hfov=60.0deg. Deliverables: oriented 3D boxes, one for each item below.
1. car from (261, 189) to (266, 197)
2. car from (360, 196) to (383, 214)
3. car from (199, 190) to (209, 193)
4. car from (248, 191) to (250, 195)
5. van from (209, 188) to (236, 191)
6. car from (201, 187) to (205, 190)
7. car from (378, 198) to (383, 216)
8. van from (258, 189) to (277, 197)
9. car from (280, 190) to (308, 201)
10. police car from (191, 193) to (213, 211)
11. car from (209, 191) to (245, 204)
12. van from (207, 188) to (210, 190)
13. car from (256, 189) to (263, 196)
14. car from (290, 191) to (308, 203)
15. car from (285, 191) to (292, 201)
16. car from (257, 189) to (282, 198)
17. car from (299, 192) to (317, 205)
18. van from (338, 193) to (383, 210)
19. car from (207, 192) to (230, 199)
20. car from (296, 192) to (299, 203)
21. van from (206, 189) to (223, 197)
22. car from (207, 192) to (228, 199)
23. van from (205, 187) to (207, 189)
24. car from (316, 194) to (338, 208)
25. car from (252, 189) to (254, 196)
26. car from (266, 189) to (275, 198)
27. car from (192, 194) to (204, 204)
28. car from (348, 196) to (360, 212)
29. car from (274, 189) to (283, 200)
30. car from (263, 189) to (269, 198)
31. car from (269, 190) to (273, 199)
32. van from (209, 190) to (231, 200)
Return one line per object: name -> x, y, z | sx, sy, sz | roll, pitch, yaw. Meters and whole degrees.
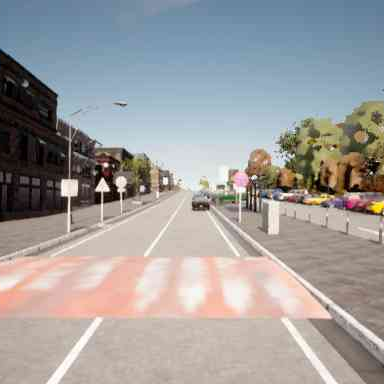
car -> 18.812, 0.705, 75.287 | 4.792, 1.488, 2.163 | 0, 1, 0
car -> 18.839, 1.369, 30.875 | 5.008, 1.535, 2.097 | 0, 1, 0
car -> 0.971, 1.020, 47.453 | 2.097, 1.767, 4.553 | 0, 1, 0
car -> 18.793, 0.119, 89.157 | 5.566, 2.045, 2.435 | 0, 1, 0
van -> 5.840, 0.695, 60.596 | 4.442, 1.987, 1.878 | 0, 1, 0
car -> 5.665, 0.258, 83.024 | 5.566, 2.045, 2.435 | 0, 1, 0
car -> 18.845, 1.452, 28.101 | 4.674, 1.452, 2.002 | 0, 1, 0
van -> 18.888, 0.271, 83.608 | 4.442, 1.987, 1.878 | 0, 1, 0
car -> 18.811, 0.952, 58.629 | 5.008, 1.535, 2.097 | 0, 1, 0
police car -> 0.974, 1.234, 37.584 | 1.930, 1.638, 5.238 | 0, 1, 0
car -> 5.546, 1.002, 54.993 | 5.366, 1.575, 1.946 | 0, 1, 0
van -> 5.599, 0.610, 66.205 | 4.442, 1.987, 1.878 | 0, 1, 0
car -> 18.751, 0.368, 78.056 | 5.566, 2.045, 2.435 | 0, 1, 0
car -> 18.820, 1.037, 53.077 | 4.892, 1.521, 2.231 | 0, 1, 0
car -> 18.815, 0.994, 55.853 | 5.008, 1.535, 2.097 | 0, 1, 0
car -> 18.804, 0.309, 80.832 | 5.566, 2.045, 2.435 | 0, 1, 0
car -> 18.635, 1.116, 47.527 | 5.366, 1.575, 1.946 | 0, 1, 0
van -> 18.953, 1.060, 36.424 | 4.442, 1.987, 1.878 | 0, 1, 0
car -> 5.737, 0.771, 71.813 | 4.792, 1.488, 2.163 | 0, 1, 0
car -> 18.846, 1.107, 50.303 | 4.792, 1.488, 2.163 | 0, 1, 0
van -> 5.806, 0.219, 85.829 | 4.442, 1.987, 1.878 | 0, 1, 0
car -> 5.702, 0.728, 74.621 | 4.674, 1.452, 2.002 | 0, 1, 0
van -> 5.813, 0.347, 80.225 | 4.442, 1.987, 1.878 | 0, 1, 0
car -> 18.800, 1.232, 41.977 | 4.792, 1.488, 2.163 | 0, 1, 0
car -> 18.954, 0.431, 86.387 | 5.366, 1.575, 1.946 | 0, 1, 0
car -> 18.975, 0.775, 69.733 | 5.366, 1.575, 1.946 | 0, 1, 0
car -> 0.974, 1.128, 53.494 | 1.837, 1.490, 4.892 | 0, 1, 0
car -> 18.837, 1.368, 33.653 | 4.674, 1.452, 2.002 | 0, 1, 0
car -> 18.773, 0.659, 61.400 | 5.566, 2.045, 2.435 | 0, 1, 0
car -> 18.757, 0.761, 72.505 | 4.792, 1.488, 2.163 | 0, 1, 0
car -> 18.789, 0.824, 66.956 | 5.008, 1.535, 2.097 | 0, 1, 0
van -> 5.829, 0.563, 69.007 | 4.442, 1.987, 1.878 | 0, 1, 0
